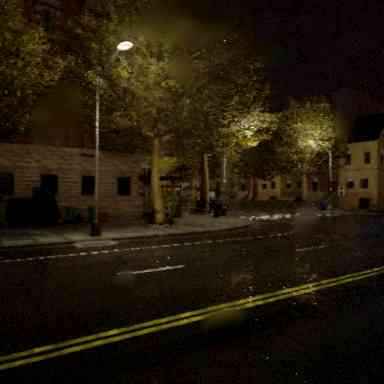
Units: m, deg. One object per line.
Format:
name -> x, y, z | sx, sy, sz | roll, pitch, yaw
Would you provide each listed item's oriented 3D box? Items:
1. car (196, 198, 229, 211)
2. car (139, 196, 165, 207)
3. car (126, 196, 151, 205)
car -> 2.393, 1.493, 39.158 | 1.837, 1.490, 4.892 | 1, 0, -34
car -> -6.222, 1.379, 45.616 | 2.231, 1.521, 4.892 | 1, 0, -34
car -> -9.121, 1.408, 56.324 | 2.033, 1.411, 5.357 | 1, 0, -34
